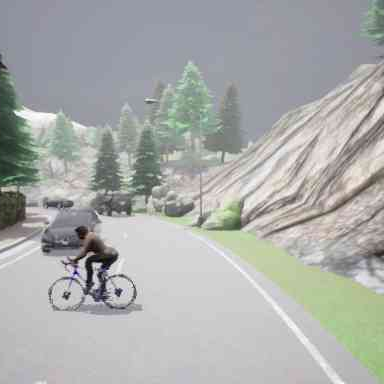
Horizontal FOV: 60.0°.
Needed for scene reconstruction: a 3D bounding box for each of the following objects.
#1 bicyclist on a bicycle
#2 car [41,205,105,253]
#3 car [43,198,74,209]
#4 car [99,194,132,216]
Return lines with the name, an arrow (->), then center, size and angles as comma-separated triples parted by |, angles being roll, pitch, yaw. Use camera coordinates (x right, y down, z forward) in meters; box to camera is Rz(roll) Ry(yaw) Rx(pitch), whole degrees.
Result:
bicyclist on a bicycle -> -1.893, 1.455, 6.288 | 1.656, 1.620, 0.582 | -2, 0, -3
car -> -4.825, 1.504, 13.835 | 1.837, 1.490, 4.892 | 0, 0, -11
car -> -17.419, 1.491, 43.303 | 4.902, 1.511, 2.128 | 0, 0, 34
car -> -7.551, 1.219, 32.400 | 2.150, 2.045, 5.566 | 0, 0, -28
